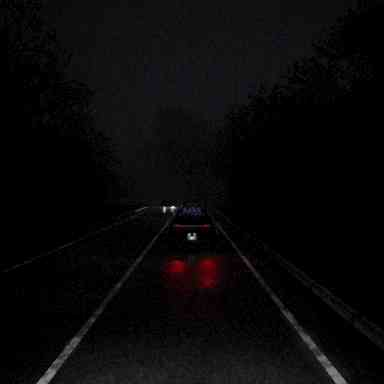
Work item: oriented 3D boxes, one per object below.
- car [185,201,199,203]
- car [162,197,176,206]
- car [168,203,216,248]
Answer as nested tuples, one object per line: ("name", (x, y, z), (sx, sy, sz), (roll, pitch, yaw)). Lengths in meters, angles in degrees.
("car", (0.000, 1.520, 29.649), (2.033, 1.411, 5.357), (0, 0, 0))
("car", (-3.500, 1.523, 51.649), (1.994, 1.385, 4.181), (0, 0, 0))
("car", (0.000, 1.474, 14.649), (2.128, 1.511, 4.902), (0, 0, 0))
